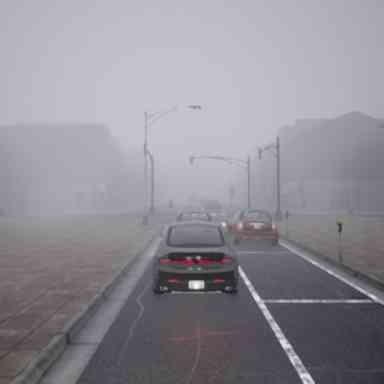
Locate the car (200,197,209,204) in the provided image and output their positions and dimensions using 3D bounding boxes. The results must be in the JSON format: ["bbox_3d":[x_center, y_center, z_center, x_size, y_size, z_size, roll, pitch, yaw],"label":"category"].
[{"bbox_3d":[2.773,1.911,75.105,1.752,1.417,4.829,1,-1,0],"label":"car"}]

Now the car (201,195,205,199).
[{"bbox_3d":[2.741,1.716,53.354,1.752,1.417,4.829,1,0,0],"label":"car"}]

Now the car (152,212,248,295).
[{"bbox_3d":[0.057,1.514,8.730,1.837,1.490,4.892,0,0,-1],"label":"car"}]

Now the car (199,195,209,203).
[{"bbox_3d":[2.785,1.755,80.375,2.192,1.841,5.009,1,-1,0],"label":"car"}]

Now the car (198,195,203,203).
[{"bbox_3d":[2.755,1.846,64.060,1.947,1.339,4.313,1,-1,0],"label":"car"}]

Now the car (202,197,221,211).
[{"bbox_3d":[2.723,1.683,42.311,1.947,1.339,4.313,1,0,0],"label":"car"}]

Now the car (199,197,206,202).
[{"bbox_3d":[2.796,2.145,91.248,1.802,1.307,4.206,1,-1,0],"label":"car"}]

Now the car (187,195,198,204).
[{"bbox_3d":[0.114,1.576,72.449,2.150,2.045,5.566,0,-1,0],"label":"car"}]

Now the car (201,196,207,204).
[{"bbox_3d":[2.731,1.717,47.748,1.947,1.339,4.313,1,0,0],"label":"car"}]

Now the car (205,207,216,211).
[{"bbox_3d":[0.122,1.624,16.653,1.895,1.301,4.718,0,0,0],"label":"car"}]

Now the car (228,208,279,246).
[{"bbox_3d":[2.687,1.461,15.564,1.967,1.590,4.097,2,0,0],"label":"car"}]
